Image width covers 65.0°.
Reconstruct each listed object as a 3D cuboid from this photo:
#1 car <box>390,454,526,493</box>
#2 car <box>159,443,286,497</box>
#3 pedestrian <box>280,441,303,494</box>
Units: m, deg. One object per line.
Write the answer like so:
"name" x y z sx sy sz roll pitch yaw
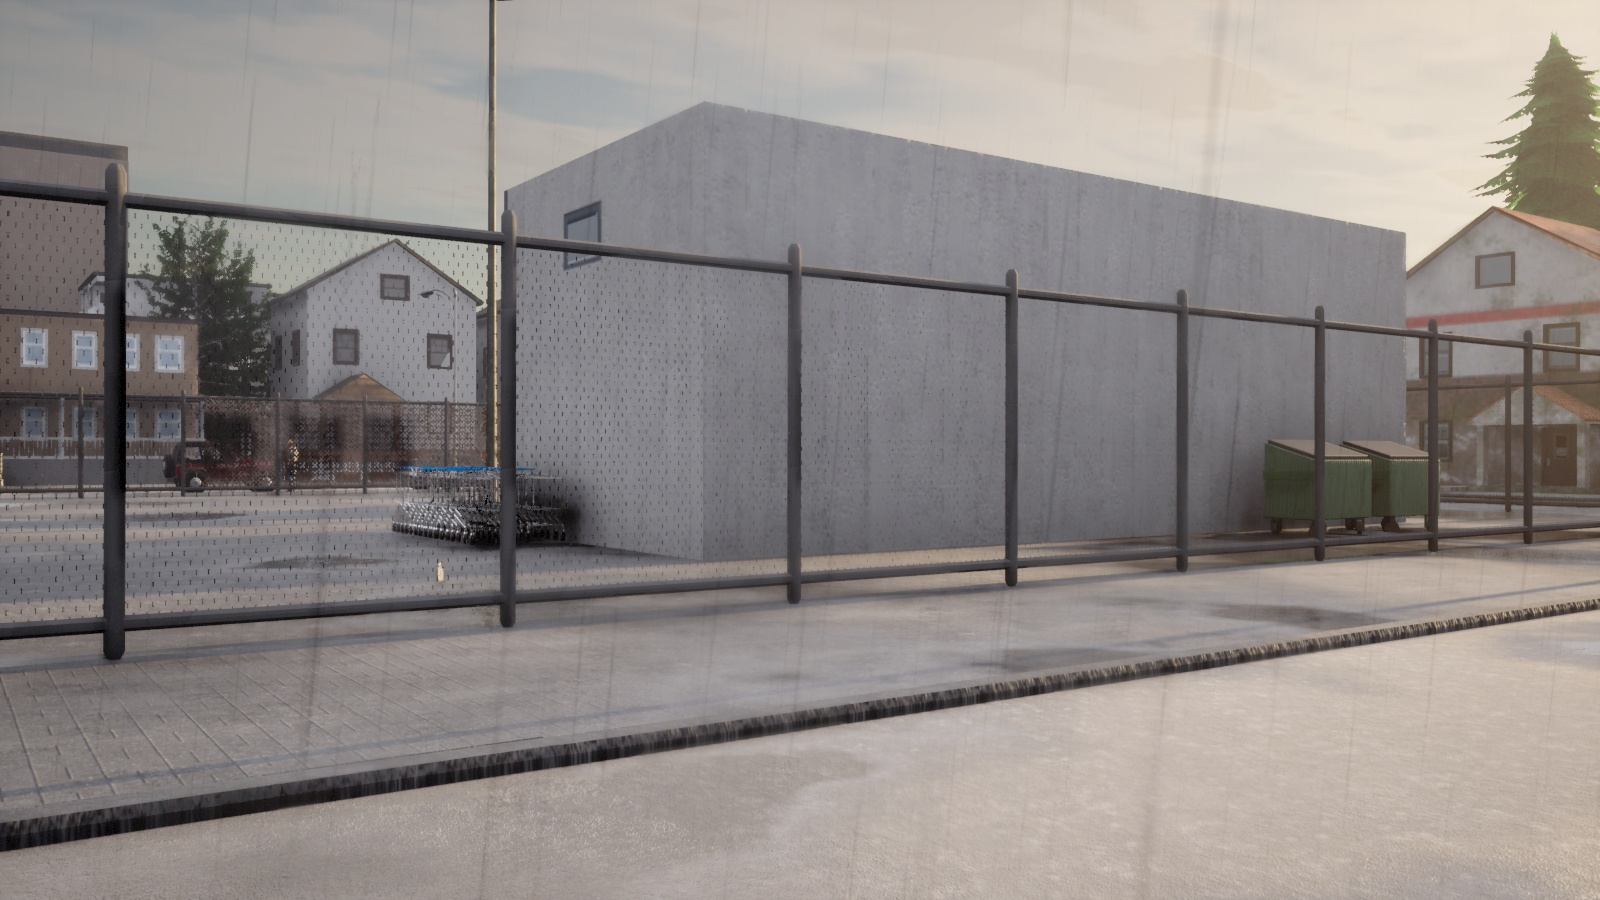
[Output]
"car" -13.605 0.901 50.073 4.892 1.490 1.837 0 0 -33
"car" -20.718 0.695 45.078 3.866 1.878 1.905 0 0 -34
"pedestrian" -17.727 0.593 43.806 0.706 1.836 0.354 0 0 24
